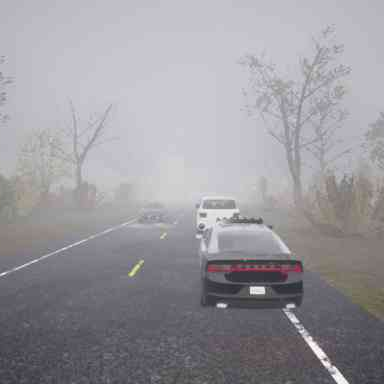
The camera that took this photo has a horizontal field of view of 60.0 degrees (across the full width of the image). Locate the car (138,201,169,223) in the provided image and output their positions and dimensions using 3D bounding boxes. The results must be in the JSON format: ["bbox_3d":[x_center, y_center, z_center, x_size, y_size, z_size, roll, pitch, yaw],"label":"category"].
[{"bbox_3d":[-2.947,1.523,26.086,1.837,1.490,4.892,0,0,3],"label":"car"}]

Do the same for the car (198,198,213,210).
[{"bbox_3d":[1.927,1.584,46.354,1.837,1.490,4.892,0,0,5],"label":"car"}]

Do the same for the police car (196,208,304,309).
[{"bbox_3d":[1.127,1.428,8.097,1.930,1.638,5.238,0,0,1],"label":"police car"}]

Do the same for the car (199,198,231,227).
[{"bbox_3d":[1.582,1.366,23.880,2.097,1.767,4.553,0,0,2],"label":"car"}]

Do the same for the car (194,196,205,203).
[{"bbox_3d":[1.907,1.792,80.104,2.033,1.411,5.357,0,0,7],"label":"car"}]

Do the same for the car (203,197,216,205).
[{"bbox_3d":[3.376,1.709,63.435,2.033,1.411,5.357,0,0,6],"label":"car"}]

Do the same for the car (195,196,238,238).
[{"bbox_3d":[1.366,1.233,17.970,2.150,2.045,5.566,0,0,2],"label":"car"}]
